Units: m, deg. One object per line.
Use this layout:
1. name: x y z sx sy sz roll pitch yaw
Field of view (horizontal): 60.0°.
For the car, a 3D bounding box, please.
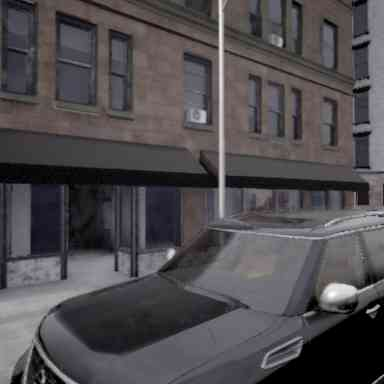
1. car: 1.070 1.280 3.875 5.566 2.045 2.150 0 -1 -38
